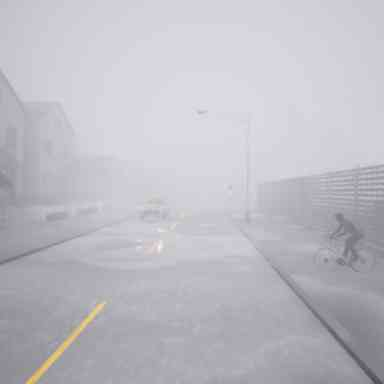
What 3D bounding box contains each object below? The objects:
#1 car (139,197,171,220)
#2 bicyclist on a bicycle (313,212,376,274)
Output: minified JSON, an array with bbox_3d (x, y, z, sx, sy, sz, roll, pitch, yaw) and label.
[{"bbox_3d":[-2.956,1.247,27.189,2.097,1.767,4.553,1,0,2],"label":"car"},{"bbox_3d":[4.069,1.372,8.863,1.656,1.620,0.582,1,0,2],"label":"bicyclist on a bicycle"}]
